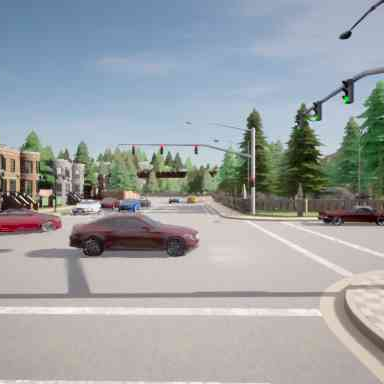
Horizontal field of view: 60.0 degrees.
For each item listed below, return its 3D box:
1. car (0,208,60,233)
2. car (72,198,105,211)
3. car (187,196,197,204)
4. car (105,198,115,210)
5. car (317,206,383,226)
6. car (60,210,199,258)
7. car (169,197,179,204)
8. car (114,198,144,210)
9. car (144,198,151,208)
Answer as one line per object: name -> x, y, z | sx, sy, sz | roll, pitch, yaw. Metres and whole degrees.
car -> -9.523, 1.564, 18.531 | 4.181, 1.385, 1.994 | 0, 0, -30
car -> -10.652, 1.526, 33.980 | 1.812, 1.442, 4.674 | 0, 0, 0
car -> -0.007, 1.477, 64.870 | 1.882, 1.535, 5.008 | 0, 0, 0
car -> -10.658, 1.477, 43.033 | 1.882, 1.535, 5.008 | 0, 0, 0
car -> 11.151, 1.601, 22.850 | 4.718, 1.301, 1.895 | 0, 0, 2
car -> -2.085, 1.526, 12.230 | 4.674, 1.442, 1.812 | 0, 0, 1
car -> -3.508, 1.601, 65.155 | 1.895, 1.301, 4.718 | 0, 0, 0
car -> -7.158, 1.477, 38.319 | 1.882, 1.535, 5.008 | 0, 0, 0
car -> -7.146, 1.564, 48.306 | 1.994, 1.385, 4.181 | 0, 0, 0
